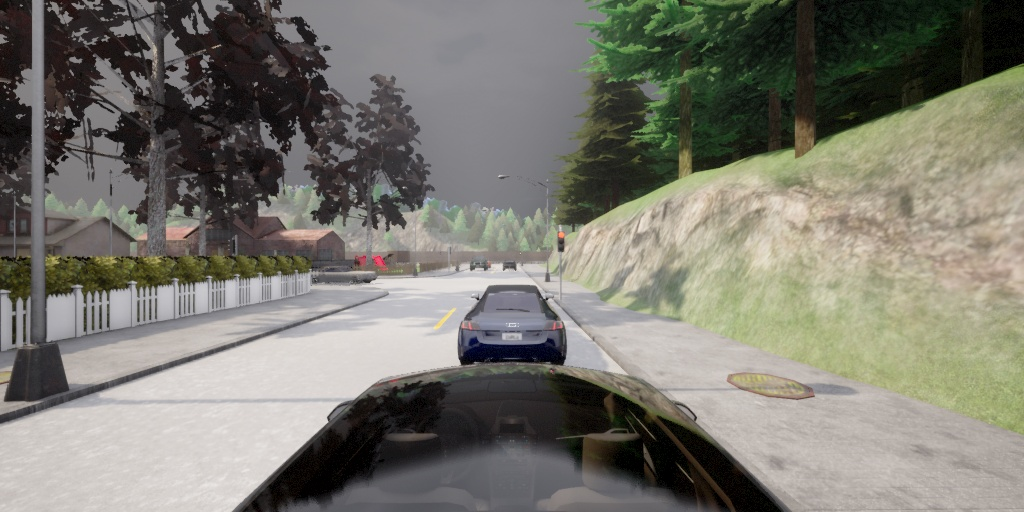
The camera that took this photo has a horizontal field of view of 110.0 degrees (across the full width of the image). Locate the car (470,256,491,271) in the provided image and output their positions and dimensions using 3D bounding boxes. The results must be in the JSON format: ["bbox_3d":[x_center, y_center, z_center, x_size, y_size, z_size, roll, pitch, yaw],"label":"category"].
[{"bbox_3d":[-4.513,0.972,49.473,2.150,2.045,5.566,0,0,0],"label":"car"}]

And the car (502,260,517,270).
[{"bbox_3d":[-0.339,1.254,51.014,1.837,1.490,4.892,0,0,0],"label":"car"}]

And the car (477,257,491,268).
[{"bbox_3d":[-4.579,1.102,59.301,2.097,1.767,4.553,0,0,0],"label":"car"}]

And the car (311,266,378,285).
[{"bbox_3d":[-12.004,1.351,25.143,4.718,1.301,1.895,0,0,1],"label":"car"}]

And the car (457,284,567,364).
[{"bbox_3d":[0.008,1.314,7.986,1.994,1.385,4.181,0,0,0],"label":"car"}]
